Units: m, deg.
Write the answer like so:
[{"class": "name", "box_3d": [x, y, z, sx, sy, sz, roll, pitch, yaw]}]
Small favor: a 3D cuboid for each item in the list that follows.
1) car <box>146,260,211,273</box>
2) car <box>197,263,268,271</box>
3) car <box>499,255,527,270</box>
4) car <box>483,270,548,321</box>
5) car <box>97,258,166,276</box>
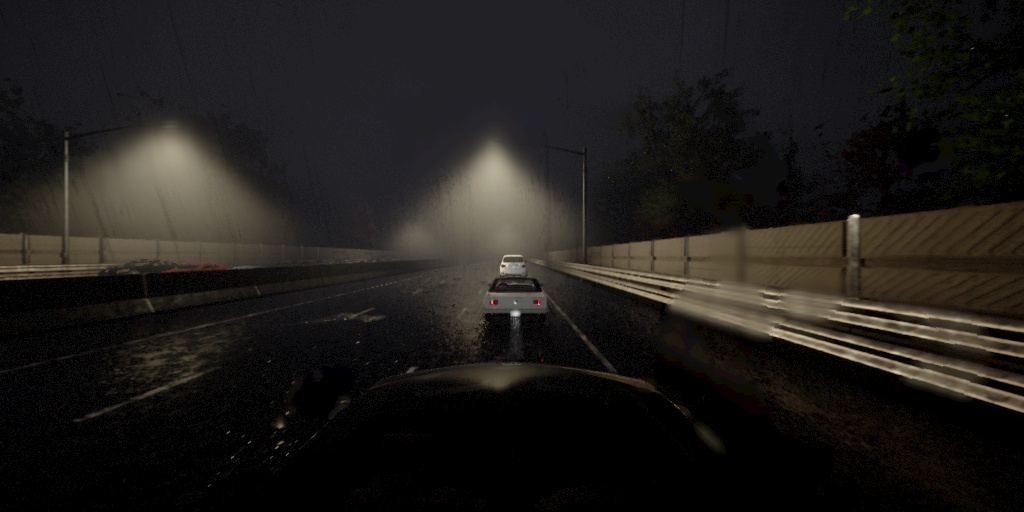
[{"class": "car", "box_3d": [-20.991, 1.168, 23.933, 1.812, 1.442, 4.674, 0, 0, 0]}, {"class": "car", "box_3d": [-17.491, 1.328, 23.931, 2.033, 1.411, 5.357, 0, 0, 0]}, {"class": "car", "box_3d": [0.112, 0.939, 30.545, 2.150, 2.045, 5.566, 0, 0, 0]}, {"class": "car", "box_3d": [0.105, 1.337, 12.362, 1.895, 1.301, 4.718, 0, 0, 0]}, {"class": "car", "box_3d": [-24.491, 0.864, 23.936, 1.812, 1.442, 4.674, 0, 0, 0]}]
